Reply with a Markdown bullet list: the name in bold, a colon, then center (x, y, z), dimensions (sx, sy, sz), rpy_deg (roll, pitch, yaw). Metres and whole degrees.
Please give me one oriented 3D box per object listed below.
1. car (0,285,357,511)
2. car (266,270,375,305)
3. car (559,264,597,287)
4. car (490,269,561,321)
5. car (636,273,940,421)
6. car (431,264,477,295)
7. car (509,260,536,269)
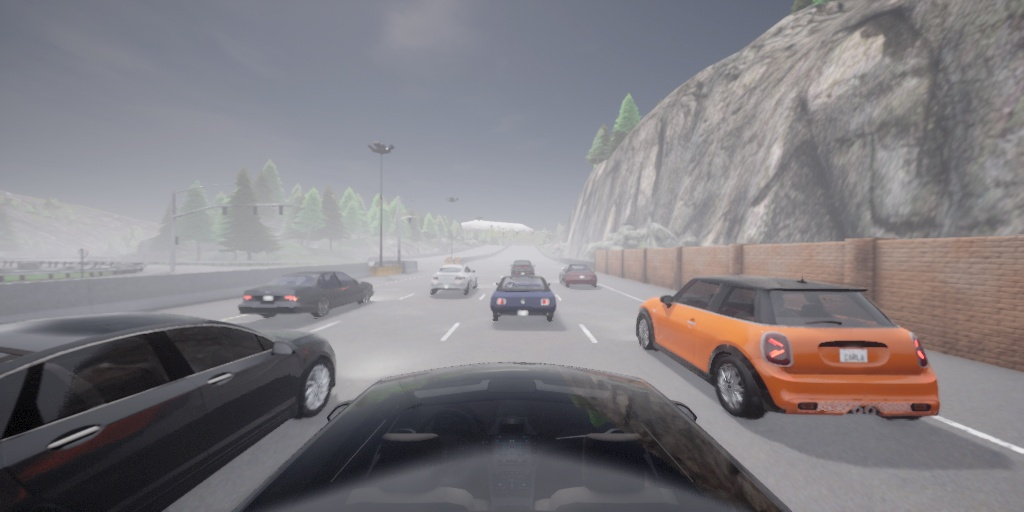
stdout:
- **car**: center (-3.283, 1.228, 2.926), dimensions (1.837, 1.490, 4.892), rpy_deg (0, 0, 0)
- **car**: center (-6.626, 1.190, 12.346), dimensions (2.033, 1.411, 5.357), rpy_deg (0, 0, 2)
- **car**: center (4.183, 1.194, 23.171), dimensions (1.994, 1.385, 4.181), rpy_deg (0, 0, 2)
- **car**: center (0.369, 1.283, 12.170), dimensions (1.895, 1.301, 4.718), rpy_deg (0, 0, 2)
- **car**: center (3.756, 1.094, 6.039), dimensions (2.097, 1.767, 4.553), rpy_deg (0, 0, 1)
- **car**: center (-2.945, 1.146, 18.701), dimensions (1.812, 1.442, 4.674), rpy_deg (0, 1, 2)
- **car**: center (0.829, 1.075, 28.568), dimensions (1.837, 1.490, 4.892), rpy_deg (0, -1, 2)
